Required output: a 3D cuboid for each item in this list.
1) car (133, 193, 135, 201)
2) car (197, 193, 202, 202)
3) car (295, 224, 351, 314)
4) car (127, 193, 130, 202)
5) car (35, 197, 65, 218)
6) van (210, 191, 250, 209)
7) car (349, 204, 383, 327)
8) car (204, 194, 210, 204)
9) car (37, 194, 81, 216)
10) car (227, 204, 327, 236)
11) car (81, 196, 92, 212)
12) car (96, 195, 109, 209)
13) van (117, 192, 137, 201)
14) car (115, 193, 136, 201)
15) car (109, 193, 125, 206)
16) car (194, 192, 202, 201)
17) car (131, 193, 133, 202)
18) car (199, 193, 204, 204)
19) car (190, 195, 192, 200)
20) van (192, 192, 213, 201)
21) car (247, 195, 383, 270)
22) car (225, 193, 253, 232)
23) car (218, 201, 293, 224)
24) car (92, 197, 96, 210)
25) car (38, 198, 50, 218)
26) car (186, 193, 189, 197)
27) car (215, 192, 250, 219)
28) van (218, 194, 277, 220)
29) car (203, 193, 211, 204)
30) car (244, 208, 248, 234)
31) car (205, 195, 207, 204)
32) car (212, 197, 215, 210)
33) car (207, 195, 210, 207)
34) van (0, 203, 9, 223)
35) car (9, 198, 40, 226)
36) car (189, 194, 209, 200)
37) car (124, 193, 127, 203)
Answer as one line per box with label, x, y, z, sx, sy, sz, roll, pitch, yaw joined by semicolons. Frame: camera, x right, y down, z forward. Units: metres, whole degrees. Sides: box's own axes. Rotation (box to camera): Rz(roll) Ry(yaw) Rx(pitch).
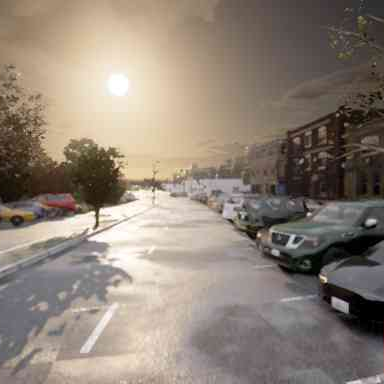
car;-15.013;1.440;69.567;4.674;1.452;2.002;-1;0;-24
car;4.031;1.374;57.571;5.008;1.535;2.097;1;0;-23
car;4.712;1.500;6.351;4.792;1.488;2.163;1;0;-20
car;-14.600;1.412;60.627;5.366;1.575;1.946;-1;0;-23
car;-13.526;1.488;28.109;4.792;1.488;2.163;-1;0;-20
van;4.509;1.196;33.384;4.442;1.987;1.878;1;0;-21
car;4.727;1.225;3.341;5.566;2.045;2.435;1;0;-20
car;4.491;1.406;42.473;4.892;1.521;2.231;1;0;-21
car;-13.599;1.204;31.057;5.566;2.045;2.435;-1;0;-20
car;4.692;1.450;18.386;5.008;1.535;2.097;1;0;-20
car;-13.424;1.444;34.111;5.366;1.575;1.946;-1;0;-20
car;-13.725;1.437;42.944;5.008;1.535;2.097;-1;0;-21
van;-15.940;1.157;81.419;4.442;1.987;1.878;-1;0;-25
car;-15.729;1.262;78.433;4.553;1.767;2.185;-1;0;-25
car;-14.121;1.419;54.787;5.008;1.535;2.097;-1;0;-22
car;3.855;1.116;60.573;5.566;2.045;2.435;1;0;-23
car;-14.798;1.444;66.614;4.674;1.452;2.002;-1;0;-24
car;4.264;1.386;51.537;5.008;1.535;2.097;1;0;-22
car;2.866;1.339;75.661;4.892;1.521;2.231;1;0;-25
van;2.501;1.105;78.618;4.442;1.987;1.878;1;0;-25
car;4.705;1.214;9.355;5.566;2.045;2.435;1;0;-20
car;4.729;1.204;15.396;5.566;2.045;2.435;1;0;-20
car;4.667;1.439;24.396;5.008;1.535;2.097;1;0;-20
car;-13.624;1.446;37.011;4.892;1.521;2.231;-1;0;-21
car;-13.563;1.494;25.106;4.792;1.488;2.163;-1;0;-20
car;1.866;1.315;84.603;5.366;1.575;1.946;1;0;-26
car;4.704;1.194;21.404;5.566;2.045;2.435;1;0;-20
van;4.546;1.207;27.359;4.442;1.987;1.878;1;0;-20
car;4.418;1.273;45.492;4.553;1.767;2.185;1;0;-22
car;4.687;1.489;12.363;4.792;1.488;2.163;1;0;-20
car;4.562;1.411;39.455;5.008;1.535;2.097;1;0;-21
car;4.661;1.458;30.429;4.792;1.488;2.163;1;0;-20
car;4.760;1.416;36.513;5.366;1.575;1.946;1;0;-21
van;-13.402;1.246;19.211;4.442;1.987;1.878;-1;0;-20
car;-13.347;1.463;22.210;5.366;1.575;1.946;-1;0;-20
car;1.907;1.349;87.664;4.792;1.488;2.163;1;0;-26
car;-14.302;1.291;57.738;4.553;1.767;2.185;-1;0;-23
